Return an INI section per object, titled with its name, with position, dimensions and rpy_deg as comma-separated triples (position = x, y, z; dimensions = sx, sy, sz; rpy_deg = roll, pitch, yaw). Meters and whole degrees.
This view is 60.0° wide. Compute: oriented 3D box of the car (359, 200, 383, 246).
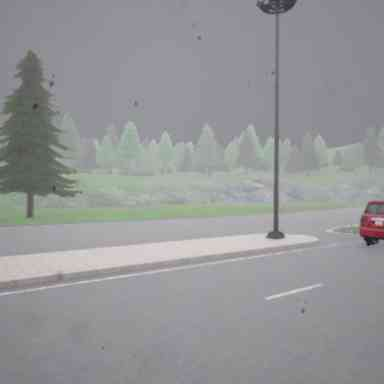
[car]
position = 9.801, 1.383, 14.935
dimensions = 5.566, 2.045, 2.150
rpy_deg = 1, 0, -34
